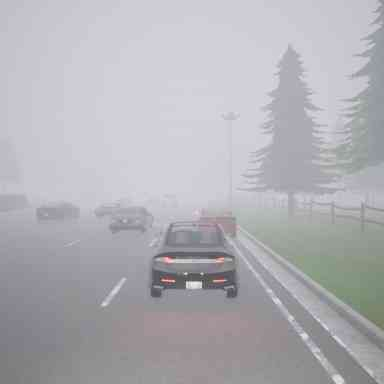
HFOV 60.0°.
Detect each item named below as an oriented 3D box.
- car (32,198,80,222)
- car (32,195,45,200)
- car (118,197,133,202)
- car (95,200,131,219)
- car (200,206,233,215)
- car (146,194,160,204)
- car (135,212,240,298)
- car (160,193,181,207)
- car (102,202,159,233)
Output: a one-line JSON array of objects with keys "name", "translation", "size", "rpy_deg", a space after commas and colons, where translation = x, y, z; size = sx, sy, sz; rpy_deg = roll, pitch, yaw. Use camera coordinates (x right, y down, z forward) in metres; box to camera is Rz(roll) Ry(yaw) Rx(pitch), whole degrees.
[{"name": "car", "translation": [-10.396, 1.477, 26.221], "size": [1.882, 1.535, 5.008], "rpy_deg": [0, 0, 0]}, {"name": "car", "translation": [-37.157, 1.478, 80.583], "size": [1.882, 1.535, 5.008], "rpy_deg": [0, 0, -42]}, {"name": "car", "translation": [-10.393, 1.492, 51.891], "size": [2.128, 1.511, 4.902], "rpy_deg": [0, 0, 0]}, {"name": "car", "translation": [-6.896, 1.601, 28.966], "size": [1.895, 1.301, 4.718], "rpy_deg": [0, 0, 0]}, {"name": "car", "translation": [1.227, 1.478, 17.852], "size": [1.882, 1.535, 5.008], "rpy_deg": [0, 0, 0]}, {"name": "car", "translation": [-6.891, 1.564, 59.802], "size": [1.994, 1.385, 4.181], "rpy_deg": [0, 0, 0]}, {"name": "car", "translation": [0.054, 1.492, 8.510], "size": [2.128, 1.511, 4.902], "rpy_deg": [0, 0, 0]}, {"name": "car", "translation": [-3.391, 1.223, 52.709], "size": [2.150, 2.045, 5.566], "rpy_deg": [0, 0, 0]}, {"name": "car", "translation": [-3.397, 1.547, 19.452], "size": [2.033, 1.411, 5.357], "rpy_deg": [0, 0, 0]}]
